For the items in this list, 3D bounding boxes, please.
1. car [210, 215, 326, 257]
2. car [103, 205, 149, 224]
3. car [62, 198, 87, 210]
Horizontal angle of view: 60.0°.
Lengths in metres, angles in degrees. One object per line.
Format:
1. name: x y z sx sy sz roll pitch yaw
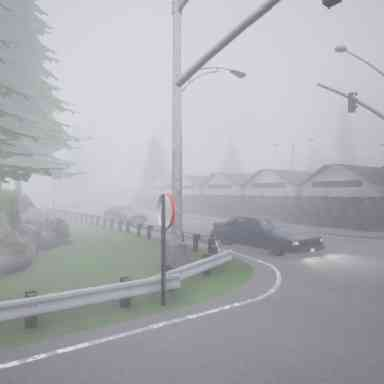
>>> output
1. car: 2.942 1.734 14.310 2.033 1.411 5.357 0 0 -33
2. car: -5.373 1.739 26.465 2.033 1.411 5.357 0 0 -35
3. car: -16.574 1.685 47.250 1.837 1.490 4.892 -1 0 6
